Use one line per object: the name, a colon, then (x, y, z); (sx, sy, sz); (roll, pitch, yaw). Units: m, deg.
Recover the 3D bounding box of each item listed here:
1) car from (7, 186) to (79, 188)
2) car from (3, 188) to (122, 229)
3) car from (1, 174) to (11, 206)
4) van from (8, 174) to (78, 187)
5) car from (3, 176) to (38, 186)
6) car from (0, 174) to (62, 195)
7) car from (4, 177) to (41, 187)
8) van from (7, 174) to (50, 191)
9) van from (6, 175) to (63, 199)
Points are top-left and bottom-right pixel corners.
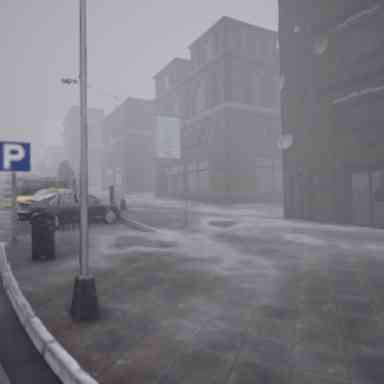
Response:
car: (-7.012, 0.623, 17.966); (2.002, 1.452, 4.674); (5, 3, 40)
car: (-5.514, 0.751, 15.321); (2.231, 1.521, 4.892); (4, 3, 40)
car: (-11.538, -0.168, 25.852); (2.435, 2.045, 5.566); (5, 3, 40)
van: (-9.944, 0.023, 23.328); (1.878, 1.987, 4.442); (4, 3, 40)
car: (-29.655, -1.918, 57.580); (2.231, 1.521, 4.892); (4, 3, 40)
car: (-17.539, -0.837, 36.466); (2.435, 2.045, 5.566); (4, 3, 40)
car: (-26.596, -1.559, 52.331); (2.163, 1.488, 4.792); (4, 3, 40)
van: (-20.499, -1.146, 41.817); (1.878, 1.987, 4.442); (4, 3, 40)
van: (-14.612, -0.477, 31.068); (1.878, 1.987, 4.442); (5, 3, 40)
